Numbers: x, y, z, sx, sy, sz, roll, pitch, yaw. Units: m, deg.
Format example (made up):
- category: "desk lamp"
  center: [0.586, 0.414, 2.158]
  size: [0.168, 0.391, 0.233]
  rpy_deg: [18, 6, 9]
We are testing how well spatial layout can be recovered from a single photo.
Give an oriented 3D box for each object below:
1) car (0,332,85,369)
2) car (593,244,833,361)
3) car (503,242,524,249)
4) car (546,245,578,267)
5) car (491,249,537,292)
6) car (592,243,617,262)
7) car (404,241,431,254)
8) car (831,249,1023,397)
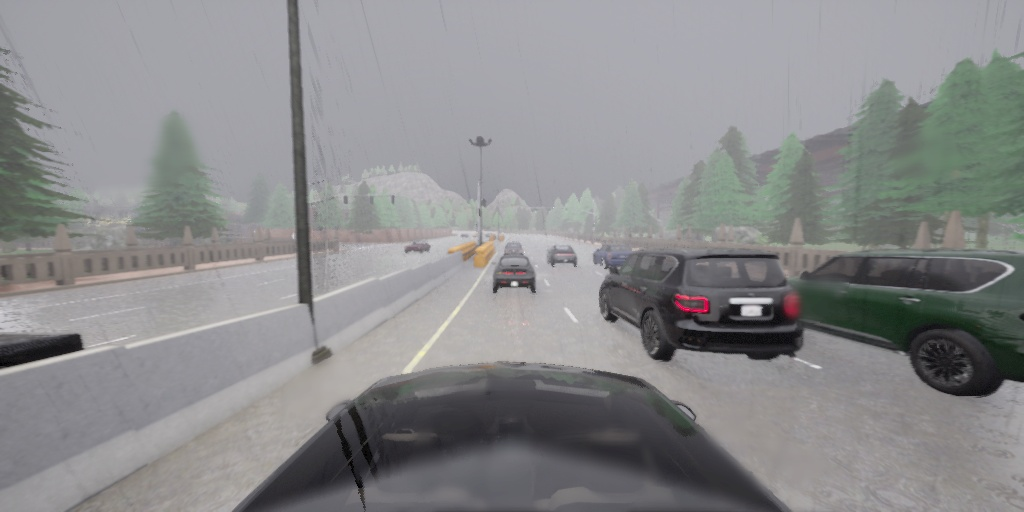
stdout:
- category: "car"
  center: [-7.100, 1.327, 2.882]
  size: [1.895, 1.301, 4.718]
  rpy_deg: [0, 1, 0]
- category: "car"
  center: [3.600, 0.830, 8.080]
  size: [2.150, 2.045, 5.566]
  rpy_deg: [0, 2, 0]
- category: "car"
  center: [0.158, -0.600, 34.076]
  size: [2.033, 1.411, 5.357]
  rpy_deg: [0, 4, 0]
- category: "car"
  center: [3.623, -0.075, 26.582]
  size: [2.128, 1.511, 4.902]
  rpy_deg: [0, 4, 0]
- category: "car"
  center: [0.100, 0.694, 16.585]
  size: [1.837, 1.490, 4.892]
  rpy_deg: [0, 4, 0]
- category: "car"
  center: [7.118, -0.115, 25.314]
  size: [2.097, 1.767, 4.553]
  rpy_deg: [0, 5, 0]
- category: "car"
  center: [-10.412, -0.985, 39.728]
  size: [1.895, 1.301, 4.718]
  rpy_deg: [0, 4, 0]
- category: "car"
  center: [7.099, 0.877, 6.534]
  size: [2.150, 2.045, 5.566]
  rpy_deg: [0, 2, 0]
